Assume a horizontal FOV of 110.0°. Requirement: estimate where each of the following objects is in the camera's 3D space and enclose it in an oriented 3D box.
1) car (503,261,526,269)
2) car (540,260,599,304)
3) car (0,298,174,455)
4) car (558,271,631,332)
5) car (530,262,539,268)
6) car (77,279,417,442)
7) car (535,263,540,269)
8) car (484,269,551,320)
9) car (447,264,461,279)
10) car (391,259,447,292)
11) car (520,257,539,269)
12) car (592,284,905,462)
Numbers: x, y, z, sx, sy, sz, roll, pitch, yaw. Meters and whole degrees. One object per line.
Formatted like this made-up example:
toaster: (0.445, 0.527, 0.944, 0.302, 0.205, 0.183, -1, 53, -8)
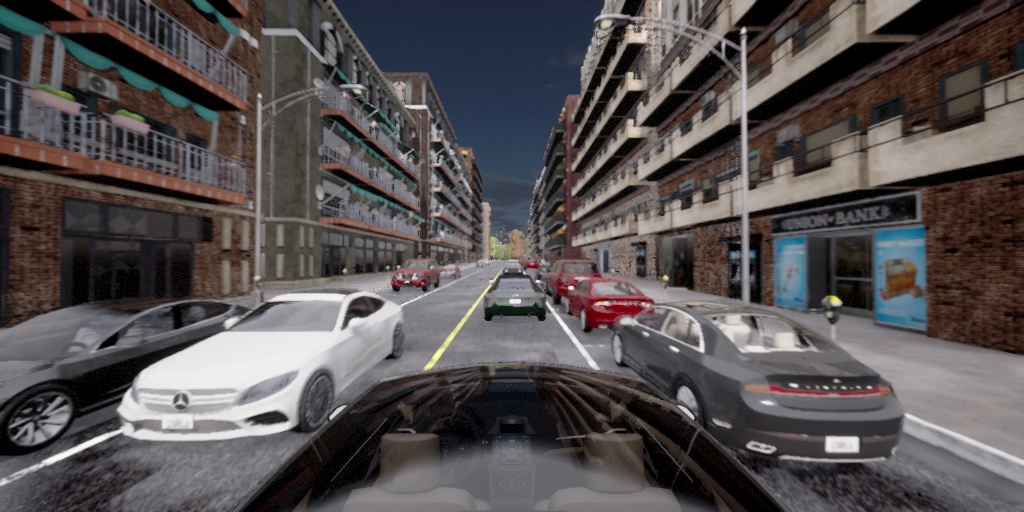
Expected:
car: (0.095, 1.398, 34.696, 1.895, 1.301, 4.718, 0, 0, 0)
car: (2.688, 1.085, 16.245, 2.192, 1.841, 5.009, 0, 0, 0)
car: (-5.690, 1.320, 5.143, 1.948, 1.339, 4.313, 0, 0, 0)
car: (2.690, 1.307, 10.678, 1.888, 1.381, 4.507, 0, 0, 0)
car: (2.687, 1.352, 27.382, 1.948, 1.339, 4.313, 0, 0, 0)
car: (-3.089, 1.281, 5.649, 1.812, 1.442, 4.674, 0, 0, 0)
car: (2.688, 1.328, 21.814, 2.007, 1.370, 4.403, 0, 0, 0)
car: (0.098, 1.329, 12.732, 1.994, 1.385, 4.181, 0, 0, 0)
car: (-5.694, 1.376, 32.982, 1.802, 1.307, 4.207, 0, 0, 0)
car: (-5.693, 1.092, 21.846, 2.192, 1.841, 5.009, 0, 0, 0)
car: (2.684, 1.134, 49.654, 2.192, 1.841, 5.009, 0, 0, 0)
car: (2.691, 1.305, 5.110, 2.007, 1.370, 4.403, 0, 0, 0)
